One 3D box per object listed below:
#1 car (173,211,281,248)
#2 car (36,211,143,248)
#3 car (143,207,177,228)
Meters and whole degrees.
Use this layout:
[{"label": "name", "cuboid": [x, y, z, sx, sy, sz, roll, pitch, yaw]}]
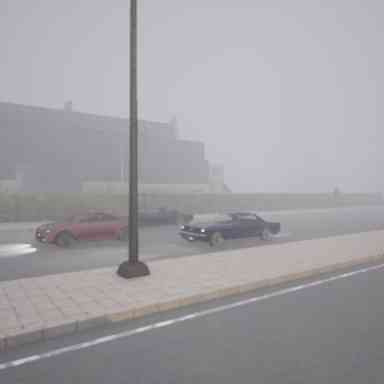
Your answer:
[{"label": "car", "cuboid": [1.764, 1.598, 14.956, 4.718, 1.301, 1.895, 0, 0, -35]}, {"label": "car", "cuboid": [-4.636, 1.561, 14.803, 4.181, 1.385, 1.994, 0, 0, -35]}, {"label": "car", "cuboid": [-2.301, 1.597, 20.655, 4.718, 1.301, 1.895, 0, 0, -35]}]
